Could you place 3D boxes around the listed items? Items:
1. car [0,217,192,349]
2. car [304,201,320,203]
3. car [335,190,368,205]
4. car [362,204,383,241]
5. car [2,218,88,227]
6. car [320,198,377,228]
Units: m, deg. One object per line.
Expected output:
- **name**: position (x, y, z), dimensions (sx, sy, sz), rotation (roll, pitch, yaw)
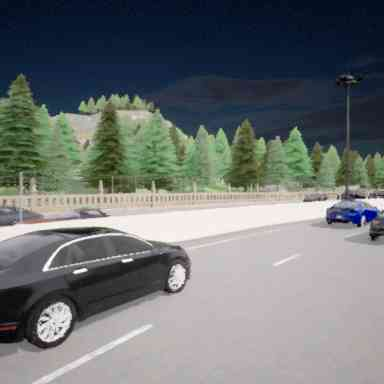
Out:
- **car**: position (-1.875, 1.405, 6.271), dimensions (1.837, 1.490, 4.892), rotation (1, 1, 34)
- **car**: position (17.630, 0.942, 47.025), dimensions (4.892, 1.490, 1.837), rotation (0, 1, -42)
- **car**: position (22.389, 0.689, 46.629), dimensions (5.566, 2.045, 2.150), rotation (0, 1, -42)
- **car**: position (9.297, 1.365, 14.699), dimensions (1.812, 1.442, 4.674), rotation (1, 1, 43)
- **car**: position (-5.092, 1.376, 14.182), dimensions (1.895, 1.301, 4.718), rotation (1, 1, 37)
- **car**: position (10.058, 1.240, 20.541), dimensions (1.882, 1.535, 5.008), rotation (1, 1, 45)
